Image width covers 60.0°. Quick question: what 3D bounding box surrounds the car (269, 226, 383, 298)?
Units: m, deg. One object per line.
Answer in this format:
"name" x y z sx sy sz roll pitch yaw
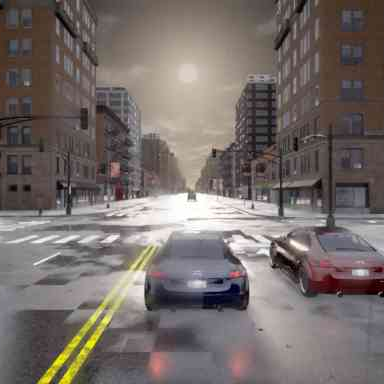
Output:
"car" 3.335 1.564 8.581 1.994 1.385 4.181 0 0 0

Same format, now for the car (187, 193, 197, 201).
"car" -0.026 1.212 80.278 2.150 2.045 5.566 0 0 0

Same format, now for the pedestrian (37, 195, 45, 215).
"pedestrian" -14.152 1.170 31.080 0.375 1.860 0.375 0 0 0

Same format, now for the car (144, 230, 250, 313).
"car" 0.085 1.564 7.762 1.994 1.385 4.181 0 0 0
